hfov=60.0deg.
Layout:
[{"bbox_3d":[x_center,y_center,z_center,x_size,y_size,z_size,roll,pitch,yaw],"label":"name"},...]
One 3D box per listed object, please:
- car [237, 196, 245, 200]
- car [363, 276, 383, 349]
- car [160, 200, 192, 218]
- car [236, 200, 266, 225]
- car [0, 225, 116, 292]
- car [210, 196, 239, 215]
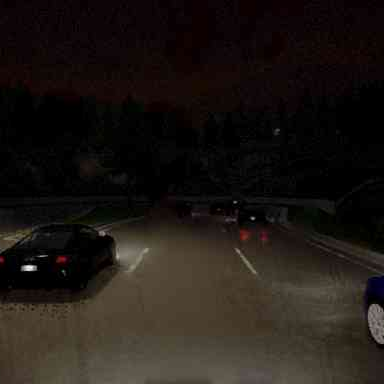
[{"bbox_3d":[5.897,1.346,43.651,2.097,1.767,4.553,0,0,14],"label":"car"},{"bbox_3d":[3.601,1.477,3.190,1.882,1.535,5.008,0,0,0],"label":"car"},{"bbox_3d":[-1.383,1.473,30.222,1.882,1.535,5.008,0,0,14],"label":"car"},{"bbox_3d":[4.278,1.522,23.823,1.812,1.442,4.674,0,0,8],"label":"car"},{"bbox_3d":[-3.397,1.563,8.953,1.994,1.385,4.181,0,0,0],"label":"car"},{"bbox_3d":[3.174,1.473,33.522,1.882,1.535,5.008,0,0,16],"label":"car"}]
